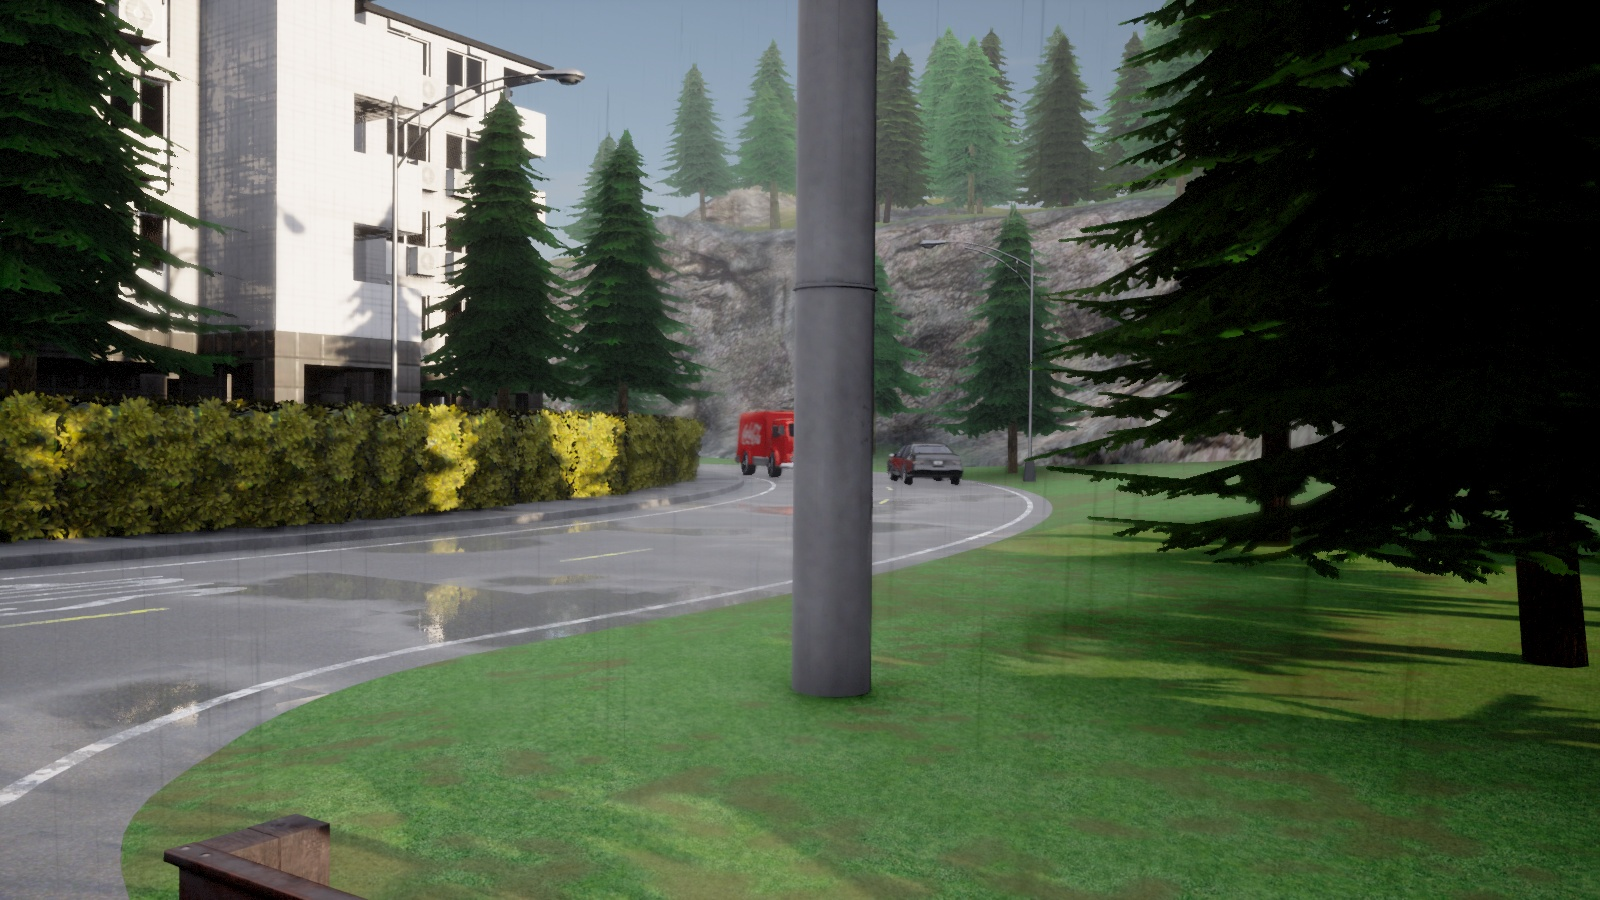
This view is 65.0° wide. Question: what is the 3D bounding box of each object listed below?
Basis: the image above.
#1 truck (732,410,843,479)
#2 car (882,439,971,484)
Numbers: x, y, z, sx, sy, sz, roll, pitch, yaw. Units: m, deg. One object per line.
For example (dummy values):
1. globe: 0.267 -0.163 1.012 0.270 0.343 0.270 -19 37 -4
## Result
1. truck: -0.565 -0.230 48.012 2.627 2.467 5.204 -1 1 -20
2. car: 4.193 0.336 42.569 2.033 1.411 5.357 -1 1 -5
